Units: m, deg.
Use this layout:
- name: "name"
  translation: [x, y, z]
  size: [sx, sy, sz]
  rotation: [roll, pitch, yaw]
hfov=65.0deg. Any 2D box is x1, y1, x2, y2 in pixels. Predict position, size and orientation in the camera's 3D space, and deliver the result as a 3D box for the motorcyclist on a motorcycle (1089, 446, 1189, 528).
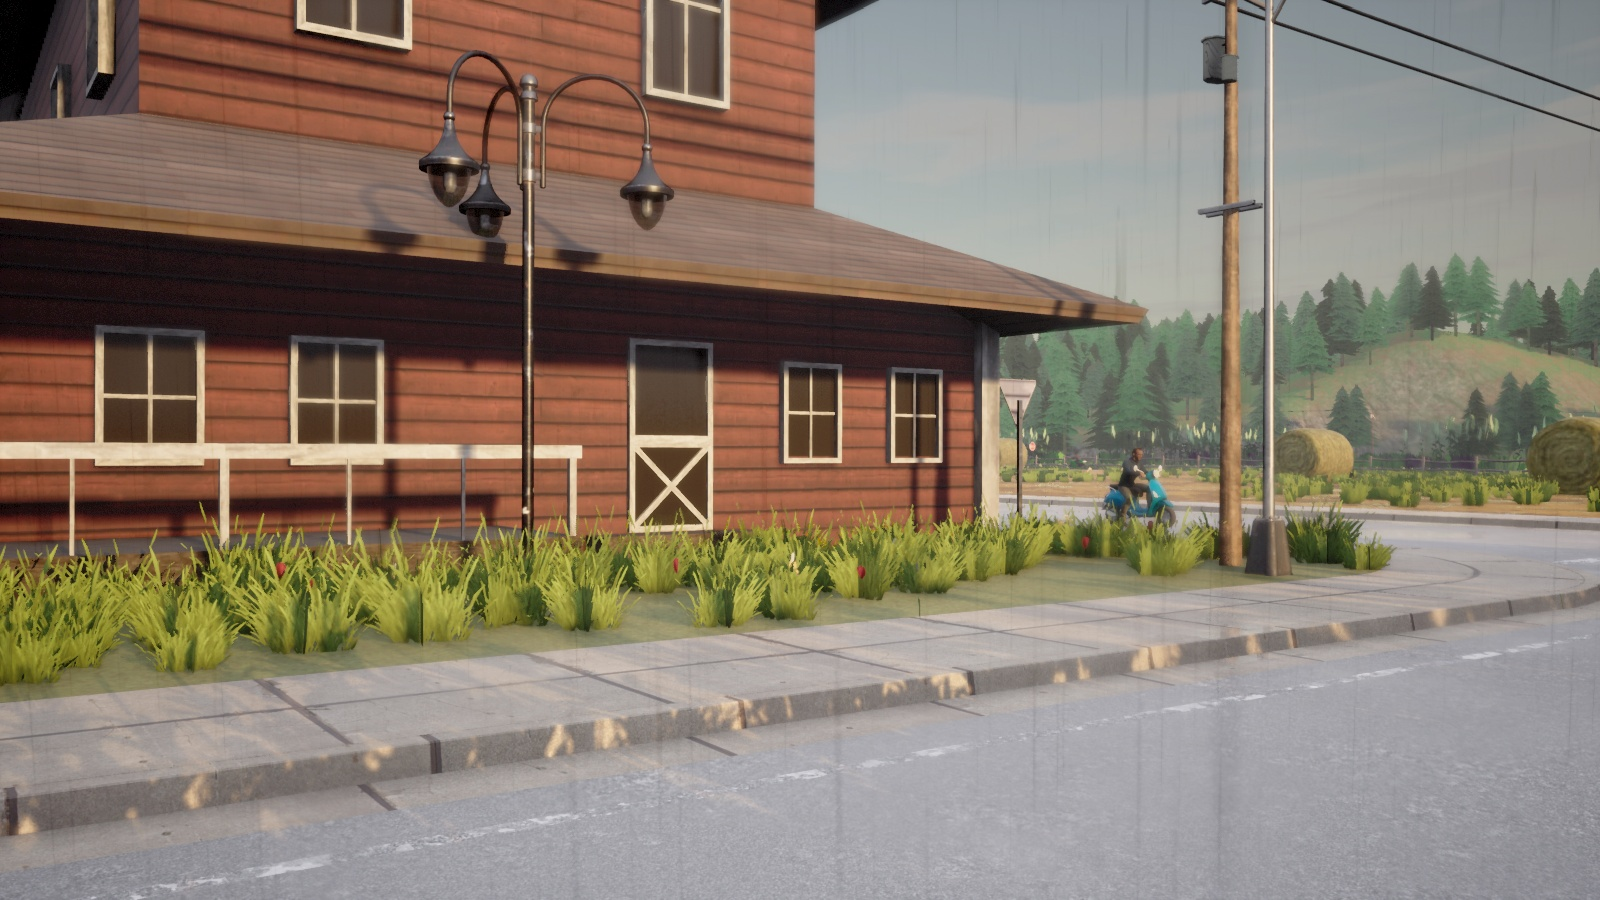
- name: "motorcyclist on a motorcycle"
  translation: [6.817, 0.719, 25.317]
  size: [0.866, 1.590, 1.817]
  rotation: [0, 0, -36]
